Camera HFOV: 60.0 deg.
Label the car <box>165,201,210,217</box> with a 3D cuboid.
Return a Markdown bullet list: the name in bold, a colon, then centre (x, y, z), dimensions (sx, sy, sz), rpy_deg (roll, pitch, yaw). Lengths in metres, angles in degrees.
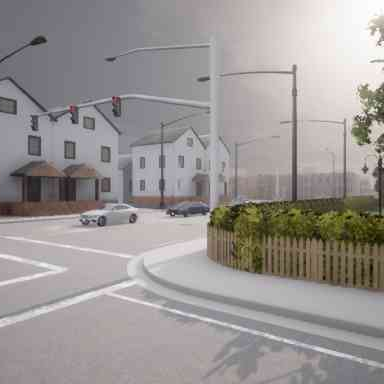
- **car**: centre (-0.190, 1.547, 31.387), dimensions (2.033, 1.411, 5.357), rpy_deg (0, 0, 35)

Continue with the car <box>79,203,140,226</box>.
- **car**: centre (-5.679, 1.526, 23.440), dimensions (1.812, 1.442, 4.674), rpy_deg (0, 0, 35)

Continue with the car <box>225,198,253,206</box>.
- **car**: centre (5.690, 1.492, 39.875), dimensions (2.128, 1.511, 4.902), rpy_deg (0, 0, 35)
